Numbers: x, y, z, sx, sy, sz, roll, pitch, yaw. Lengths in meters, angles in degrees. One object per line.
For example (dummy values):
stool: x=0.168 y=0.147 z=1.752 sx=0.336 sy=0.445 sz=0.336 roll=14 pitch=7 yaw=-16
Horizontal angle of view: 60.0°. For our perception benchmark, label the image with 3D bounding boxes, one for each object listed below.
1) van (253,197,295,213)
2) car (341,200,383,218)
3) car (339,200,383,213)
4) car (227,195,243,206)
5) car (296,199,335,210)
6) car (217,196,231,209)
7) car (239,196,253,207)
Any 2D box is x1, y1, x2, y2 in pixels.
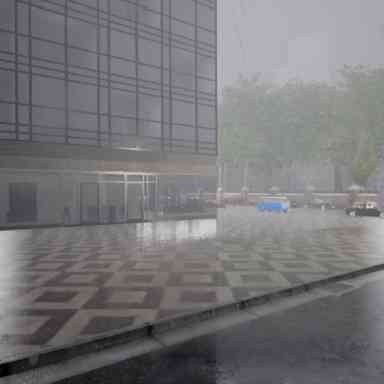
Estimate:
van: x=9.355 y=1.441 z=38.193 sx=1.690 sy=1.788 sz=3.998 roll=-1 pitch=0 yaw=-35
car: x=15.730 y=1.593 z=29.165 sx=2.008 sy=1.369 sz=4.403 roll=-1 pitch=0 yaw=-35
car: x=19.503 y=1.588 z=38.605 sx=1.802 sy=1.307 sz=4.206 roll=-1 pitch=0 yaw=-35
car: x=6.756 y=1.400 z=56.661 sx=2.192 sy=1.841 sz=5.009 roll=-1 pitch=0 yaw=-35
car: x=16.317 y=1.584 z=43.119 sx=2.008 sy=1.369 sz=4.403 roll=-1 pitch=0 yaw=-35
car: x=2.985 y=1.685 z=47.222 sx=1.887 sy=1.381 sz=4.507 roll=-1 pitch=0 yaw=-35
car: x=9.944 y=1.655 z=52.148 sx=1.802 sy=1.307 sz=4.206 roll=-1 pitch=0 yaw=-35
